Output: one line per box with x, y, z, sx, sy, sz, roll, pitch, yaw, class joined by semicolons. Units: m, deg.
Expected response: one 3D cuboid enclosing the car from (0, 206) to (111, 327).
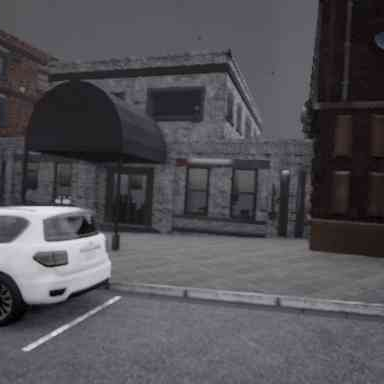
-4.498;1.331;7.198;5.566;2.045;2.435;0;-1;17;car
